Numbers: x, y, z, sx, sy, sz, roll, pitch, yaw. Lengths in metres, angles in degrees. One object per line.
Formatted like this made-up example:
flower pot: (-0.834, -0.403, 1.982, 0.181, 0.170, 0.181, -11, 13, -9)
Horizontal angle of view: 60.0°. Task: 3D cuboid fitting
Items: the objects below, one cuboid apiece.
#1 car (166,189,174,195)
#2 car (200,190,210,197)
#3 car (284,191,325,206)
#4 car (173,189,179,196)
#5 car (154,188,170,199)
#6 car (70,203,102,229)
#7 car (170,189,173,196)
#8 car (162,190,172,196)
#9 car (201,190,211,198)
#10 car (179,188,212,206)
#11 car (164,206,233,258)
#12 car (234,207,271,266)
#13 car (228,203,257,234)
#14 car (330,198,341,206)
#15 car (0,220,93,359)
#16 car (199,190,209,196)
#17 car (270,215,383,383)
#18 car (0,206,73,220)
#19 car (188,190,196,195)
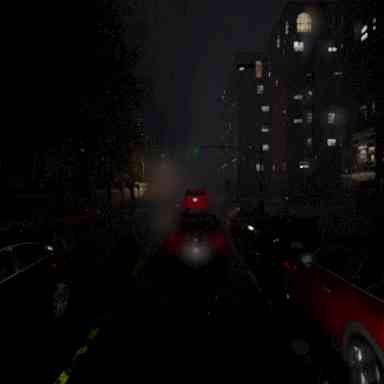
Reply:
car: (-5.681, -0.004, 87.450, 1.802, 1.307, 4.206, 0, 1, 0)
car: (2.697, 0.250, 70.846, 1.887, 1.381, 4.507, 0, 1, 0)
car: (14.621, 0.788, 43.206, 5.009, 1.841, 2.192, 1, 0, 0)
car: (-2.989, 0.148, 76.386, 2.033, 1.411, 5.357, 0, 1, 0)
car: (-5.686, 0.217, 59.774, 2.192, 1.841, 5.009, 0, 1, 0)
car: (-5.690, 1.223, 16.049, 1.752, 1.417, 4.829, 0, 1, 0)
car: (-5.684, 0.146, 70.845, 1.967, 1.590, 4.097, 0, 1, 0)
car: (-5.682, 0.153, 76.381, 1.887, 1.381, 4.507, 0, 1, 0)
car: (2.696, 0.326, 65.482, 1.752, 1.417, 4.829, 0, 1, 0)
car: (0.498, 0.678, 29.149, 2.150, 2.045, 5.566, 0, 1, 5)
car: (0.100, 1.378, 11.769, 1.895, 1.301, 4.718, 0, 1, -1)
car: (2.690, 1.364, 10.589, 1.947, 1.339, 4.313, 0, 1, 0)
car: (2.691, 1.216, 16.389, 1.752, 1.417, 4.829, 0, 1, 0)
car: (20.312, 1.120, 43.226, 4.507, 1.381, 1.887, 1, 0, 0)
car: (-3.098, 1.410, 4.192, 2.128, 1.511, 4.902, 0, 1, 0)
car: (2.698, 0.159, 76.381, 2.008, 1.369, 4.403, 0, 1, 0)
car: (2.689, 1.344, 4.957, 1.967, 1.590, 4.097, 0, 1, 0)
car: (-5.690, 1.349, 10.589, 2.008, 1.369, 4.403, 0, 1, 0)
car: (0.014, 0.037, 85.530, 1.895, 1.301, 4.718, 0, 1, 0)
